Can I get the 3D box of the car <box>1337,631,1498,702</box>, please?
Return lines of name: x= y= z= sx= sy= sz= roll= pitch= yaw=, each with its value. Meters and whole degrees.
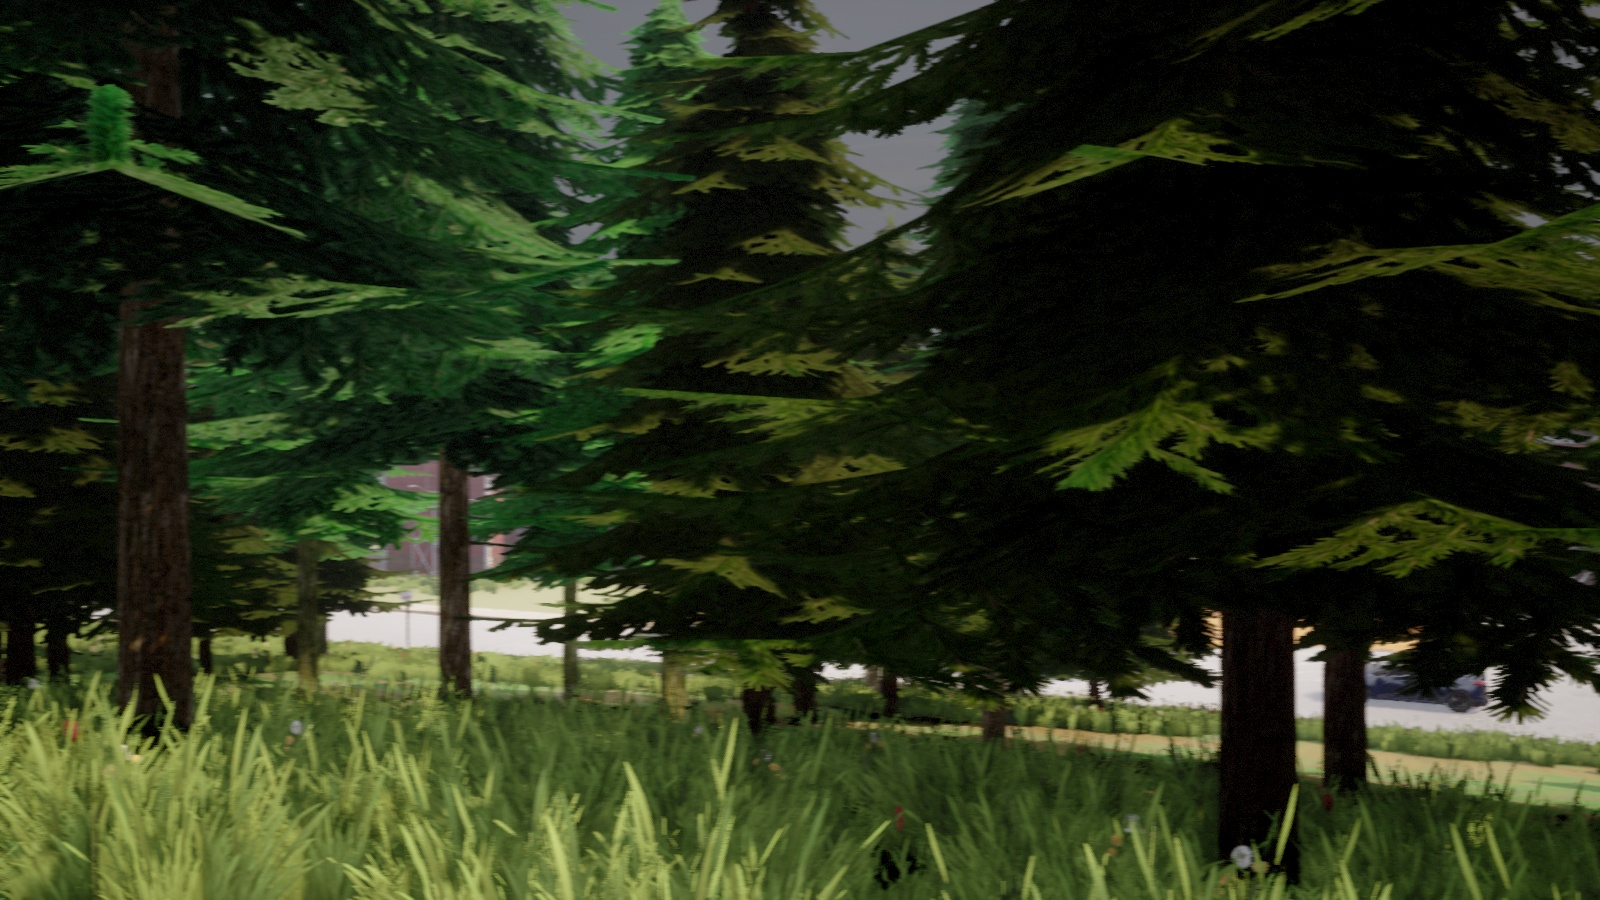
car: x=20.185 y=7.038 z=41.138 sx=4.611 sy=1.667 sz=2.242 roll=-1 pitch=0 yaw=27
